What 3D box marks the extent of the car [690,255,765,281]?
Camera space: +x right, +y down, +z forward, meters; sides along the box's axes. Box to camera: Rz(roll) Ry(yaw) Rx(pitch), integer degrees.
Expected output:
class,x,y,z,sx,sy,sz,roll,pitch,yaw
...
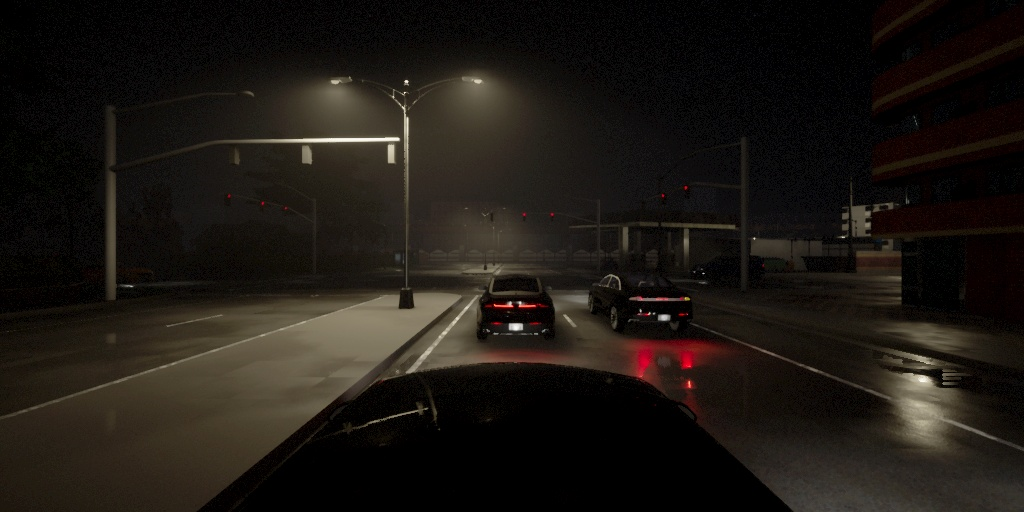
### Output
class,x,y,z,sx,sy,sz,roll,pitch,yaw
car,17.943,0.970,29.883,5.566,2.045,2.150,0,0,-1

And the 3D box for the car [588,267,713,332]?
class,x,y,z,sx,sy,sz,roll,pitch,yaw
car,3.604,1.241,10.871,2.128,1.511,4.902,0,0,0

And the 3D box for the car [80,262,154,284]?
class,x,y,z,sx,sy,sz,roll,pitch,yaw
car,-29.329,1.227,26.321,5.008,1.535,1.882,0,0,0

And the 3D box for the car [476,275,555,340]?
class,x,y,z,sx,sy,sz,roll,pitch,yaw
car,0.097,1.255,10.016,1.837,1.490,4.892,0,0,0

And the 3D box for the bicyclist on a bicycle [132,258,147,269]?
class,x,y,z,sx,sy,sz,roll,pitch,yaw
bicyclist on a bicycle,-38.222,1.052,36.751,0.582,1.620,1.656,0,0,0
